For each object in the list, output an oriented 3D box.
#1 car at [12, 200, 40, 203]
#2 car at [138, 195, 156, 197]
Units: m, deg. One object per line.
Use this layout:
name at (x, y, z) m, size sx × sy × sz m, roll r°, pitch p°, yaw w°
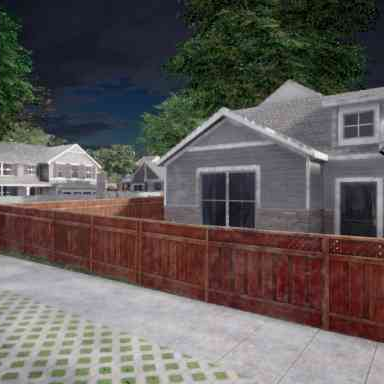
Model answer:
car at (-11.433, 1.294, 22.297) m, size 1.812 × 1.442 × 4.674 m, roll 0°, pitch 1°, yaw 35°
car at (-4.526, 1.046, 32.064) m, size 2.128 × 1.511 × 4.902 m, roll 0°, pitch 1°, yaw 35°
